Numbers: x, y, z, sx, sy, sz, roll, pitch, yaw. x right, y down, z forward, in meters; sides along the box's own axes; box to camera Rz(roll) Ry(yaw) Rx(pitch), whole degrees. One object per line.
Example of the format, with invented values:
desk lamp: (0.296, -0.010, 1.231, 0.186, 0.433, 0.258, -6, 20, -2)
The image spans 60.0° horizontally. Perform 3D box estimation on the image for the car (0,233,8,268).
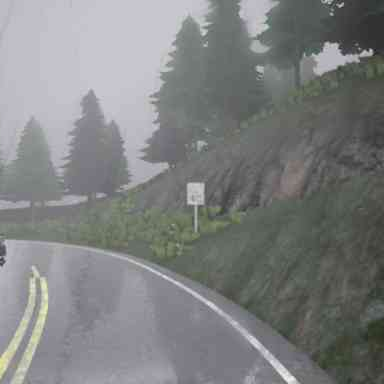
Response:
car: (-7.869, 1.786, 11.594, 1.837, 1.490, 4.892, 4, -5, -41)
